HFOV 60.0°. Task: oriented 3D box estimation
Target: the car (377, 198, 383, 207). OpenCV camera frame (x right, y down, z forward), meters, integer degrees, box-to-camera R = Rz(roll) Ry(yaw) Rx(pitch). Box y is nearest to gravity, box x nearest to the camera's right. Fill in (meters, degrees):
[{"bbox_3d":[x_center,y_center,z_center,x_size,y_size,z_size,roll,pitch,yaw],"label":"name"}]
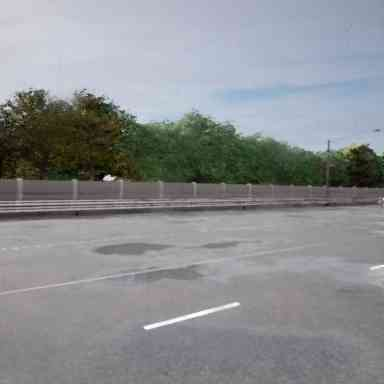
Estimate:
[{"bbox_3d":[30.848,1.395,51.816,4.553,1.767,2.097,-2,2,-36],"label":"car"}]
